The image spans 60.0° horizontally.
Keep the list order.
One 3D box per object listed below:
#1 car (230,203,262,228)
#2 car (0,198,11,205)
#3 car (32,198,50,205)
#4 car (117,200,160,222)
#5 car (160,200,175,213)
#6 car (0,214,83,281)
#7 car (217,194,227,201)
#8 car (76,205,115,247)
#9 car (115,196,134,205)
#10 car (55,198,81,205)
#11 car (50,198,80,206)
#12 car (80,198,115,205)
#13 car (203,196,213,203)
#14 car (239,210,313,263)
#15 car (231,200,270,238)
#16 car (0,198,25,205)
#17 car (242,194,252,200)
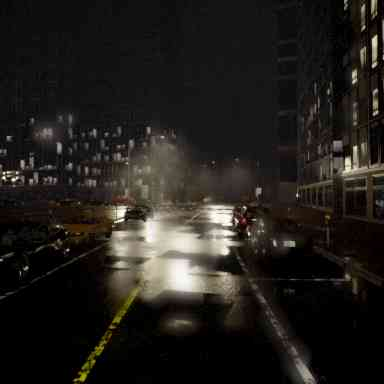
[{"bbox_3d":[3.655,1.556,23.227,1.887,1.381,4.507,1,0,5],"label":"car"},{"bbox_3d":[-40.157,1.989,68.861,4.403,1.369,2.008,0,-1,15],"label":"car"},{"bbox_3d":[-29.530,1.893,65.947,4.829,1.417,1.752,0,-1,15],"label":"car"},{"bbox_3d":[-4.126,1.578,26.408,2.008,1.369,4.403,1,0,5],"label":"car"},{"bbox_3d":[-3.001,1.594,37.166,2.008,1.369,4.403,1,0,7],"label":"car"},{"bbox_3d":[-5.121,1.574,9.985,1.947,1.339,4.313,1,0,2],"label":"car"},{"bbox_3d":[8.124,1.529,89.912,2.192,1.841,5.009,1,0,16],"label":"car"},{"bbox_3d":[-4.892,1.540,15.308,1.752,1.417,4.829,1,0,3],"label":"car"},{"bbox_3d":[-13.181,1.574,61.468,5.009,1.841,2.192,0,-1,15],"label":"car"},{"bbox_3d":[-23.971,1.881,64.423,4.403,1.369,2.008,0,-1,15],"label":"car"},{"bbox_3d":[-20.650,1.695,55.342,4.403,1.369,2.008,0,-1,15],"label":"car"},{"bbox_3d":[-15.257,1.674,53.864,4.313,1.339,1.947,0,-1,15],"label":"car"},{"bbox_3d":[3.567,1.674,73.822,1.752,1.417,4.829,1,0,14],"label":"car"},{"bbox_3d":[2.976,1.571,11.918,1.947,1.339,4.313,1,0,2],"label":"car"},{"bbox_3d":[3.267,1.448,17.598,1.967,1.590,4.097,1,0,4],"label":"car"},{"bbox_3d":[-31.436,1.766,58.300,4.403,1.369,2.008,0,-1,15],"label":"car"},{"bbox_3d":[12.567,1.439,76.065,2.192,1.841,5.009,1,0,15],"label":"car"}]
